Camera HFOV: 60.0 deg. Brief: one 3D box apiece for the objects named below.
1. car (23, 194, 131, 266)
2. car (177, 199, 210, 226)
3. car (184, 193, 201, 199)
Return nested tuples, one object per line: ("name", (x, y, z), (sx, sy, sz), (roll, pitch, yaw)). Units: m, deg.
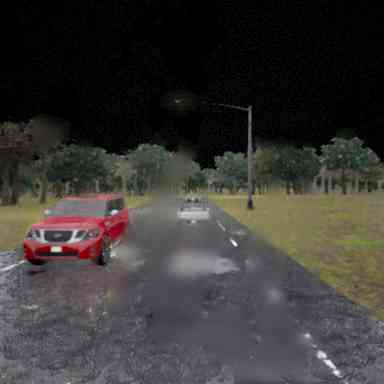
("car", (-3.585, 1.121, 11.562), (2.150, 2.045, 5.566), (0, 1, 0))
("car", (0.088, 1.380, 21.121), (1.895, 1.301, 4.718), (0, 1, 0))
("car", (0.101, 0.857, 41.489), (2.097, 1.767, 4.553), (0, 1, 0))
